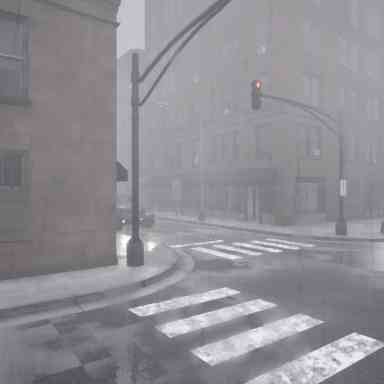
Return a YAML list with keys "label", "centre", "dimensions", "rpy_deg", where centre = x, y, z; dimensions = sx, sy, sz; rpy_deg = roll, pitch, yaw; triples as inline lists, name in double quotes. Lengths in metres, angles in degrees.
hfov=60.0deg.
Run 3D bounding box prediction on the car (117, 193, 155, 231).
- label: "car"
  centre: [-4.356, 1.110, 20.339]
  dimensions: [2.150, 2.045, 5.566]
  rpy_deg: [0, 0, -35]
